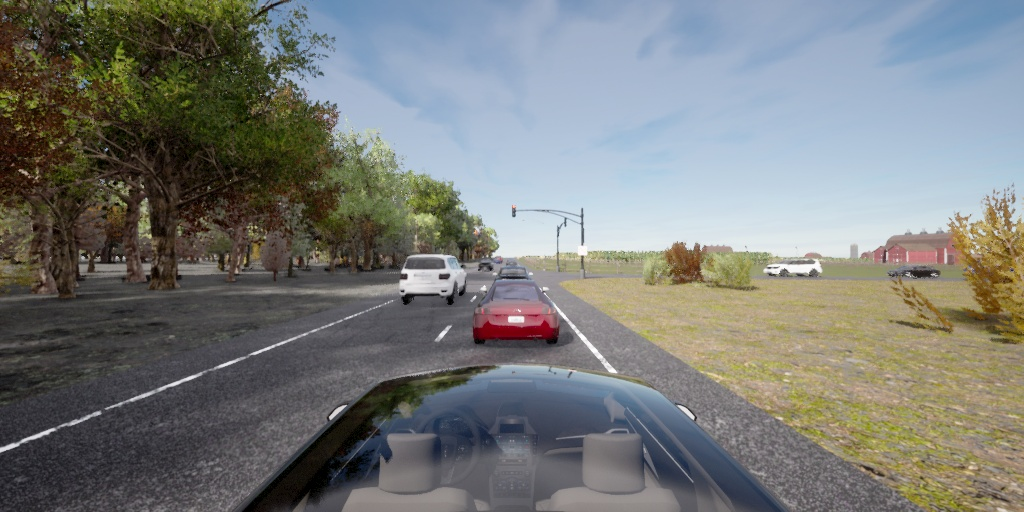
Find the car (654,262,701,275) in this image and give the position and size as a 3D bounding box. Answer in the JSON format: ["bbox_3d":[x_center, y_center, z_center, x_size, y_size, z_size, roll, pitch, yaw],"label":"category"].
[{"bbox_3d":[18.895,1.482,40.979,5.008,1.535,1.882,1,-1,0],"label":"car"}]

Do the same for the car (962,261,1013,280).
[{"bbox_3d":[50.596,1.513,37.326,5.566,2.045,2.150,1,-1,1],"label":"car"}]

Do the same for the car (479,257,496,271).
[{"bbox_3d":[-3.550,1.250,49.495,1.837,1.490,4.892,0,0,0],"label":"car"}]

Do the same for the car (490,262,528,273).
[{"bbox_3d":[0.053,1.254,18.517,1.837,1.490,4.892,0,0,0],"label":"car"}]

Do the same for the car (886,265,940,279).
[{"bbox_3d":[45.725,1.802,40.908,4.892,1.490,1.837,1,-1,0],"label":"car"}]

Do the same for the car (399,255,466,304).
[{"bbox_3d":[-3.445,0.971,16.478,2.150,2.045,5.566,0,0,0],"label":"car"}]

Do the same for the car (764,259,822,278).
[{"bbox_3d":[32.070,1.370,40.962,5.566,2.045,2.150,1,-1,0],"label":"car"}]

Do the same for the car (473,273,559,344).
[{"bbox_3d":[0.077,1.314,9.605,1.994,1.385,4.181,0,0,0],"label":"car"}]
